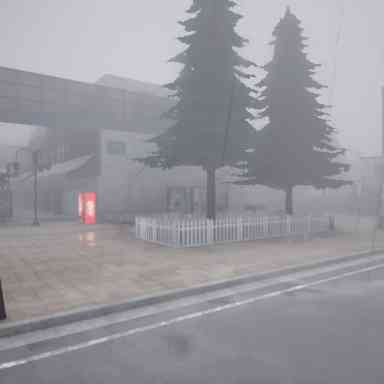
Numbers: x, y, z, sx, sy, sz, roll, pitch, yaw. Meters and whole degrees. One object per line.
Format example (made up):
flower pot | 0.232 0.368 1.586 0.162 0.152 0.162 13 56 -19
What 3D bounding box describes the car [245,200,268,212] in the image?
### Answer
car | 5.797 1.530 36.421 2.033 1.411 5.357 0 0 -34
